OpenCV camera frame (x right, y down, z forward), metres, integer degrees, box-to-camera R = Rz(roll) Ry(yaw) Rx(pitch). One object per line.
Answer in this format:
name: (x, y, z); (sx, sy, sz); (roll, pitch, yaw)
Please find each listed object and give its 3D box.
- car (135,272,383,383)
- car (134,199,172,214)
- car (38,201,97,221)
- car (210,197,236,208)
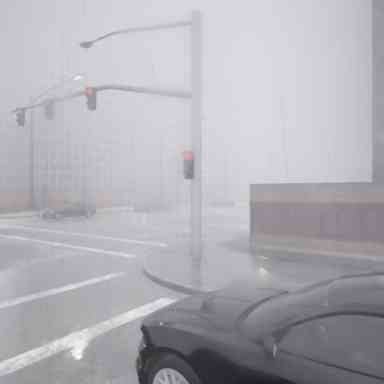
car: (1.677, 1.478, 2.810); (5.008, 1.535, 1.882); (0, 0, 37)
car: (-4.127, 1.514, 35.776); (1.837, 1.490, 4.892); (0, 0, 36)
car: (-10.172, 1.500, 27.469); (2.128, 1.511, 4.902); (0, 0, 34)
car: (4.463, 1.486, 47.555); (1.882, 1.535, 5.008); (0, 0, 36)
